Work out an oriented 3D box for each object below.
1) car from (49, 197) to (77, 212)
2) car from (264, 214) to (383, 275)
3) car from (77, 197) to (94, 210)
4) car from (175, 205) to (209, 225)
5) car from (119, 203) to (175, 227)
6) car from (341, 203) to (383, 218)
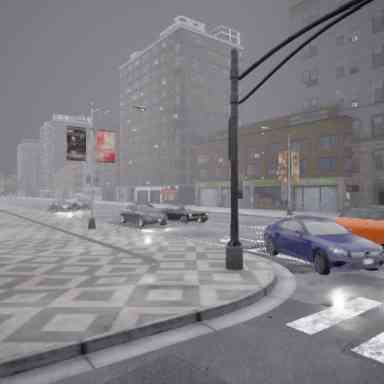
[{"bbox_3d":[-16.263,1.635,40.972,2.128,1.511,4.902,0,0,-36],"label":"car"},{"bbox_3d":[3.969,1.542,10.803,1.812,1.442,4.674,0,0,-14],"label":"car"},{"bbox_3d":[-14.705,1.497,44.378,2.097,1.767,4.553,0,0,-35],"label":"car"},{"bbox_3d":[-0.774,1.675,25.156,1.895,1.301,4.718,0,0,-36],"label":"car"},{"bbox_3d":[-3.497,1.577,23.374,1.837,1.490,4.892,0,1,-36],"label":"car"},{"bbox_3d":[7.939,1.367,13.192,2.097,1.767,4.553,0,0,-36],"label":"car"}]
